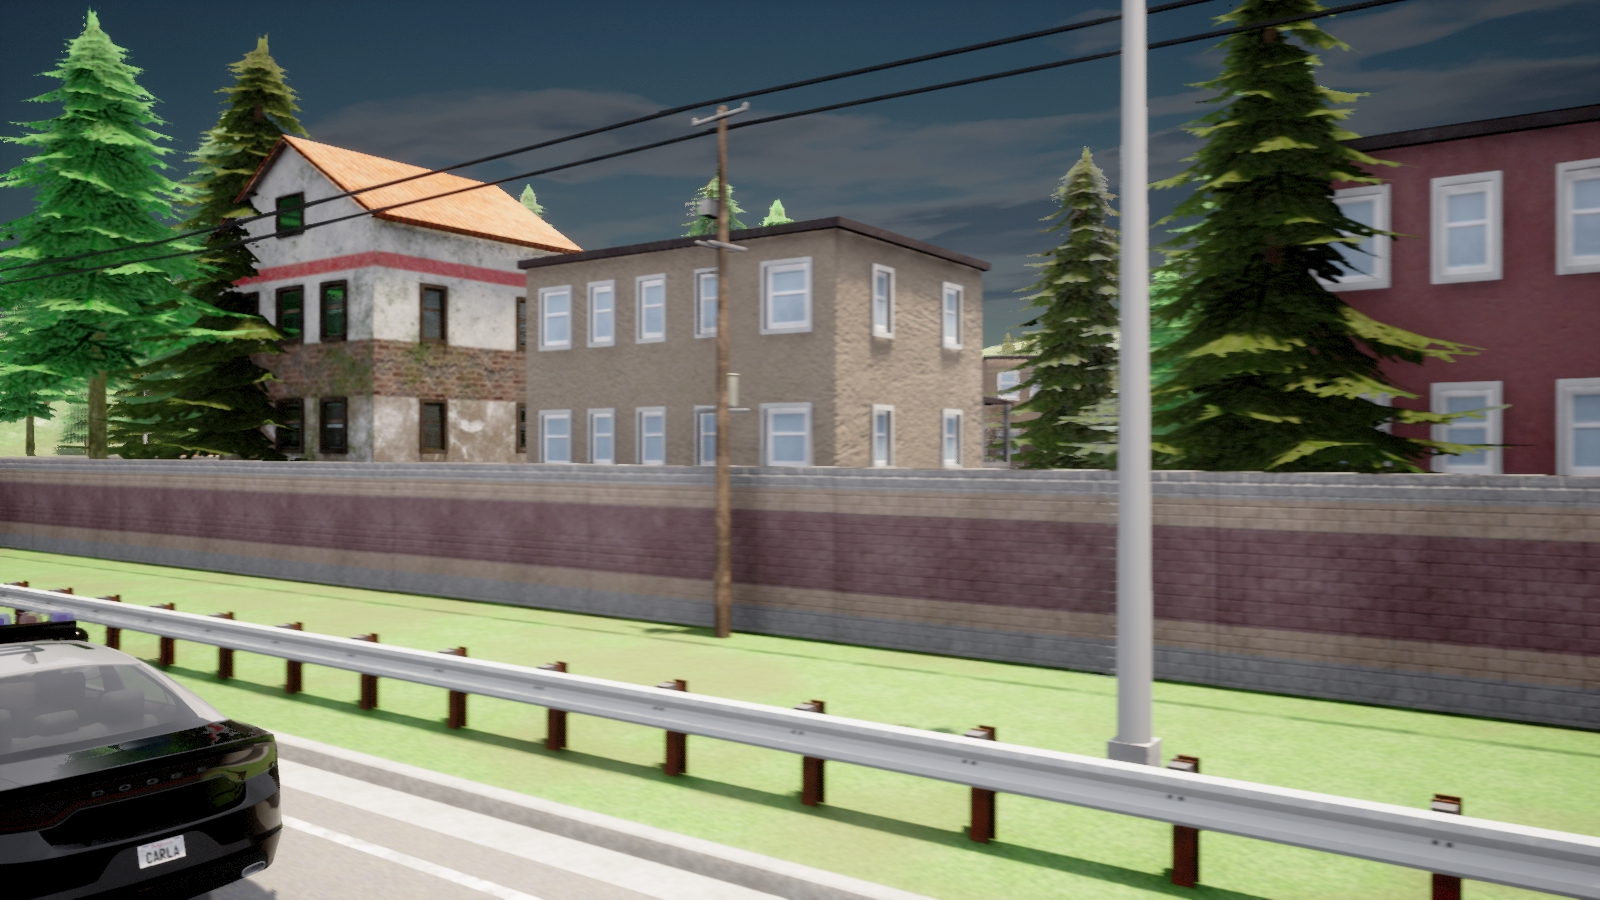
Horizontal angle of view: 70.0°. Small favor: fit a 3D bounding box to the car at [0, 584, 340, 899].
[{"bbox_3d":[-5.590,1.982,7.700,5.238,1.638,2.097,0,0,35],"label":"car"}]
